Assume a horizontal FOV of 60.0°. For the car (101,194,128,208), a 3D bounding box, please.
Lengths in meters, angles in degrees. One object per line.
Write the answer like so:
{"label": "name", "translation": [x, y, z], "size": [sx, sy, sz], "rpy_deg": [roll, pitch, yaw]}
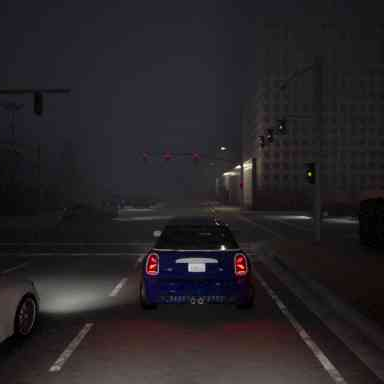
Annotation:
{"label": "car", "translation": [-10.493, 1.221, 44.032], "size": [2.150, 2.045, 5.566], "rpy_deg": [0, 0, 0]}

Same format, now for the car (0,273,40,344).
{"label": "car", "translation": [-3.431, 1.526, 3.560], "size": [1.812, 1.442, 4.674], "rpy_deg": [0, 0, 1]}

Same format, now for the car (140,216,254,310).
{"label": "car", "translation": [0.101, 1.352, 7.990], "size": [2.097, 1.767, 4.553], "rpy_deg": [0, 0, 0]}

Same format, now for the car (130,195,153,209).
{"label": "car", "translation": [-6.983, 1.526, 46.264], "size": [1.812, 1.442, 4.674], "rpy_deg": [0, 0, 0]}

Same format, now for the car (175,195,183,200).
{"label": "car", "translation": [-3.315, 1.423, 83.714], "size": [1.895, 1.301, 4.718], "rpy_deg": [0, 0, 0]}

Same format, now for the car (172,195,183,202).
{"label": "car", "translation": [-3.337, 1.469, 73.462], "size": [1.882, 1.535, 5.008], "rpy_deg": [0, 0, 0]}

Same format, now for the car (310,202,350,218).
{"label": "car", "translation": [13.018, 1.619, 30.365], "size": [4.181, 1.385, 1.994], "rpy_deg": [0, 0, 0]}

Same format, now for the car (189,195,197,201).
{"label": "car", "translation": [0.185, 1.540, 83.772], "size": [2.033, 1.411, 5.357], "rpy_deg": [0, 0, 0]}

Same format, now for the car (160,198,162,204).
{"label": "car", "translation": [-6.898, 1.564, 65.204], "size": [1.994, 1.385, 4.181], "rpy_deg": [0, 0, 0]}

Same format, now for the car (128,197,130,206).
{"label": "car", "translation": [-10.466, 1.477, 53.804], "size": [1.882, 1.535, 5.008], "rpy_deg": [0, 0, 0]}

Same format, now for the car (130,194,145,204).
{"label": "car", "translation": [-10.409, 1.352, 63.584], "size": [2.097, 1.767, 4.553], "rpy_deg": [0, 0, 1]}

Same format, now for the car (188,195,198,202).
{"label": "car", "translation": [0.170, 1.355, 73.790], "size": [2.097, 1.767, 4.553], "rpy_deg": [0, 0, 0]}

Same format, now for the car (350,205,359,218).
{"label": "car", "translation": [15.861, 1.560, 26.864], "size": [4.892, 1.490, 1.837], "rpy_deg": [0, 0, 0]}

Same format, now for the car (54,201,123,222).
{"label": "car", "translation": [-8.331, 1.625, 26.553], "size": [4.718, 1.301, 1.895], "rpy_deg": [0, 0, -37]}

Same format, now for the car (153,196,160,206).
{"label": "car", "translation": [-6.958, 1.505, 55.158], "size": [1.837, 1.490, 4.892], "rpy_deg": [0, 0, 0]}
